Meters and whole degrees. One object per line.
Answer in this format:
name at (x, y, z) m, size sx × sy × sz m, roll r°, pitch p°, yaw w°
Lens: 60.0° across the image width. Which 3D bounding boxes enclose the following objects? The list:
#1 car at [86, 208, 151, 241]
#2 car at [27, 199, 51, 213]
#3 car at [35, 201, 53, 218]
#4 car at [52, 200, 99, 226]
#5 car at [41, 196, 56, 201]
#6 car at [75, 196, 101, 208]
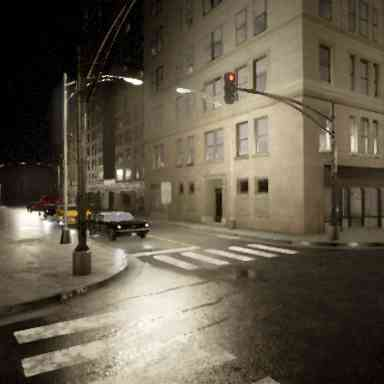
car at (-4.037, 1.733, 17.721) m, size 1.895 × 1.301 × 4.718 m, roll 0°, pitch 0°, yaw -35°
car at (-19.511, 1.929, 41.840) m, size 1.895 × 1.301 × 4.718 m, roll 0°, pitch 0°, yaw -32°
car at (-14.074, 1.860, 33.320) m, size 1.895 × 1.301 × 4.718 m, roll 0°, pitch 0°, yaw -33°
car at (-9.014, 1.673, 25.440) m, size 1.882 × 1.535 × 5.008 m, roll 0°, pitch 0°, yaw -33°
car at (-23.156, 1.617, 53.323) m, size 2.150 × 2.045 × 5.566 m, roll 0°, pitch 0°, yaw -33°
car at (-11.187, 1.456, 34.739) m, size 2.150 × 2.045 × 5.566 m, roll 0°, pitch -1°, yaw -33°
